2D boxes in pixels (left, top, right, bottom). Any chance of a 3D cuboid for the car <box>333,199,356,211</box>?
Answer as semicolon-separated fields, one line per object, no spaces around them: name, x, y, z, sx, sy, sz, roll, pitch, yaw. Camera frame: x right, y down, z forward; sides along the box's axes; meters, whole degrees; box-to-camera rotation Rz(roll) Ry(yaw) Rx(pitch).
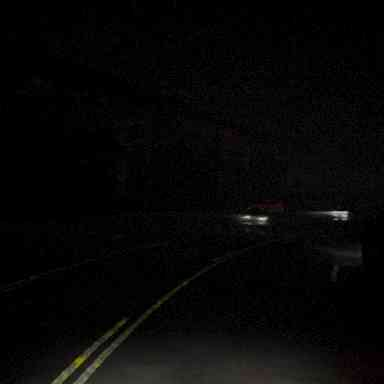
car;20.074;1.678;43.748;2.128;1.511;4.902;1;0;40

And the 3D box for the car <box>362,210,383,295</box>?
car;5.106;1.275;7.119;2.150;2.045;5.566;0;0;21

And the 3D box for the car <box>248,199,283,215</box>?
car;7.584;1.515;34.186;1.882;1.535;5.008;1;0;39
